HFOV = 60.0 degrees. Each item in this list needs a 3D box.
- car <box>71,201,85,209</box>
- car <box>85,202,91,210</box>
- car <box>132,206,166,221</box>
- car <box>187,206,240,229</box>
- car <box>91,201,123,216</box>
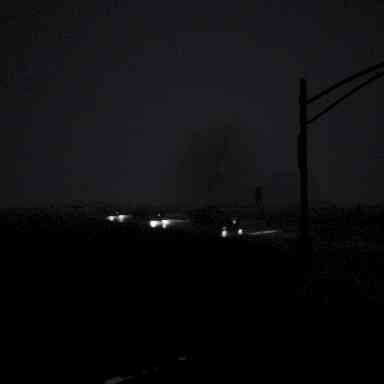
[{"bbox_3d":[-21.569,2.412,63.553,2.128,1.511,4.902,-1,0,-36],"label":"car"},{"bbox_3d":[-15.532,2.281,55.114,1.837,1.490,4.892,-1,0,-36],"label":"car"},{"bbox_3d":[-4.329,2.054,33.114,1.994,1.385,4.181,-1,0,-37],"label":"car"},{"bbox_3d":[1.495,1.845,24.993,2.128,1.511,4.902,-1,0,-36],"label":"car"},{"bbox_3d":[-10.471,2.183,41.718,2.033,1.411,5.357,-1,0,-35],"label":"car"}]
